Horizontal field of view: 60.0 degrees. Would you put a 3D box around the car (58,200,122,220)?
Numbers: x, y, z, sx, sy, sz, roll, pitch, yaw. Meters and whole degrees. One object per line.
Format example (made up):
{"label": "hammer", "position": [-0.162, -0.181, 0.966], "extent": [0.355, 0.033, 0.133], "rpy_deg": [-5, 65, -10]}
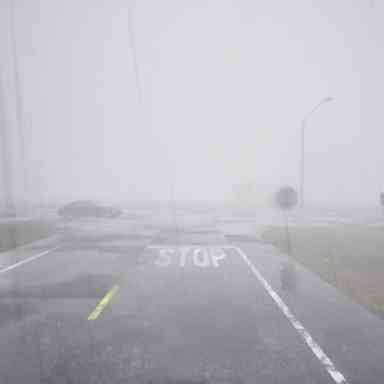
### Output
{"label": "car", "position": [-7.702, 1.327, 25.191], "extent": [4.674, 1.442, 1.812], "rpy_deg": [0, 1, 0]}
